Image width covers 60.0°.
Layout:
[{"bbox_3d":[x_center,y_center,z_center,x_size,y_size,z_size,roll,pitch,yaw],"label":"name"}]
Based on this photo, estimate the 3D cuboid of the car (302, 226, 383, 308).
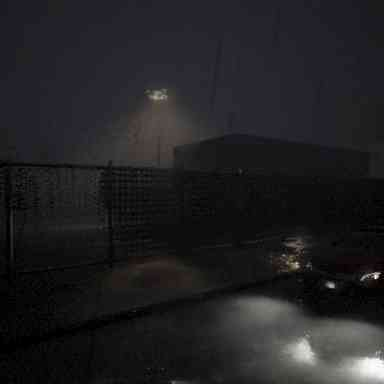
[{"bbox_3d":[4.629,1.587,8.102,4.674,1.442,1.812,0,-1,-37],"label":"car"}]
